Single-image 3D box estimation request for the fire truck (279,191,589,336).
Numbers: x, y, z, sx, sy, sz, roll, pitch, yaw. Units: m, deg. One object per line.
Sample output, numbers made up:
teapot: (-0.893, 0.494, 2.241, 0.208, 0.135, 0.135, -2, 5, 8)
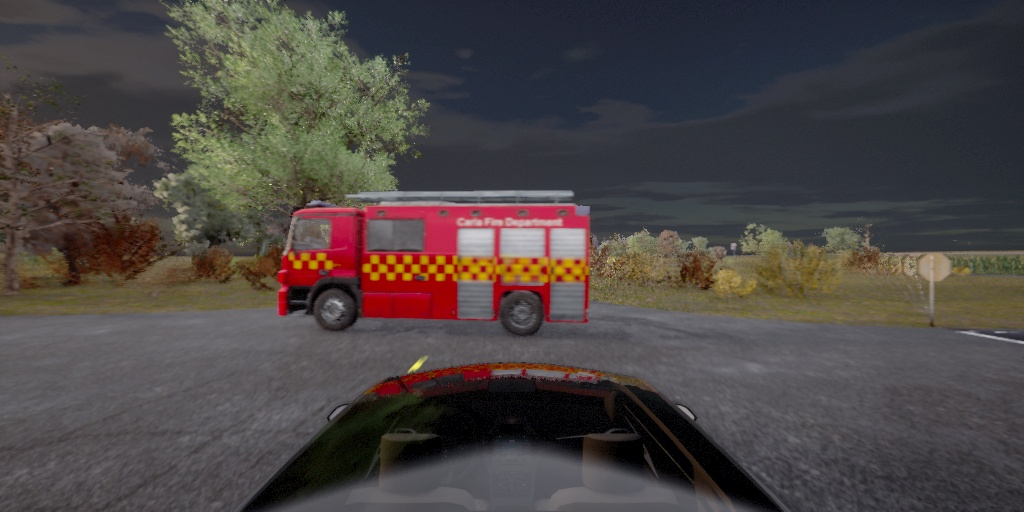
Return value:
fire truck: (-2.041, 0.143, 10.688, 8.468, 3.827, 2.891, 0, -1, 5)
